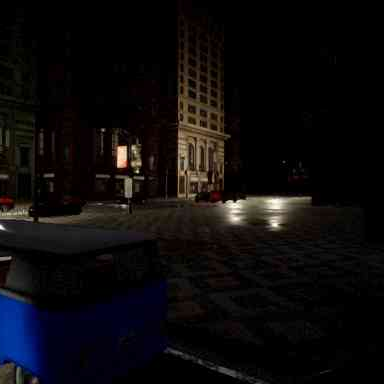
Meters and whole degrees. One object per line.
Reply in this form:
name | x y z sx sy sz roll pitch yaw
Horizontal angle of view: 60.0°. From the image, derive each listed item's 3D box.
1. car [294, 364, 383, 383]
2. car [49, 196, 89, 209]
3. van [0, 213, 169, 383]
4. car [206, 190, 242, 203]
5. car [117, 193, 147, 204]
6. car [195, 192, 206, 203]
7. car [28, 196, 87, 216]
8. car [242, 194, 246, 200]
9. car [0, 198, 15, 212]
car | 2.407 1.582 1.365 4.206 1.307 1.802 0 0 35
car | -14.733 1.186 40.007 1.994 1.385 4.181 0 1 35
van | -2.205 1.341 4.626 3.998 1.788 1.690 0 0 35
car | 4.895 0.647 50.650 2.150 2.045 5.566 0 1 36
car | -8.722 0.996 48.508 1.837 1.490 4.892 0 1 35
car | 2.441 0.755 52.803 2.097 1.767 4.553 0 1 36
car | -11.302 1.343 27.626 1.994 1.385 4.181 0 1 35
car | 8.254 0.752 61.126 1.882 1.535 5.008 0 1 35
car | -20.079 1.218 32.443 1.882 1.535 5.008 0 1 35
